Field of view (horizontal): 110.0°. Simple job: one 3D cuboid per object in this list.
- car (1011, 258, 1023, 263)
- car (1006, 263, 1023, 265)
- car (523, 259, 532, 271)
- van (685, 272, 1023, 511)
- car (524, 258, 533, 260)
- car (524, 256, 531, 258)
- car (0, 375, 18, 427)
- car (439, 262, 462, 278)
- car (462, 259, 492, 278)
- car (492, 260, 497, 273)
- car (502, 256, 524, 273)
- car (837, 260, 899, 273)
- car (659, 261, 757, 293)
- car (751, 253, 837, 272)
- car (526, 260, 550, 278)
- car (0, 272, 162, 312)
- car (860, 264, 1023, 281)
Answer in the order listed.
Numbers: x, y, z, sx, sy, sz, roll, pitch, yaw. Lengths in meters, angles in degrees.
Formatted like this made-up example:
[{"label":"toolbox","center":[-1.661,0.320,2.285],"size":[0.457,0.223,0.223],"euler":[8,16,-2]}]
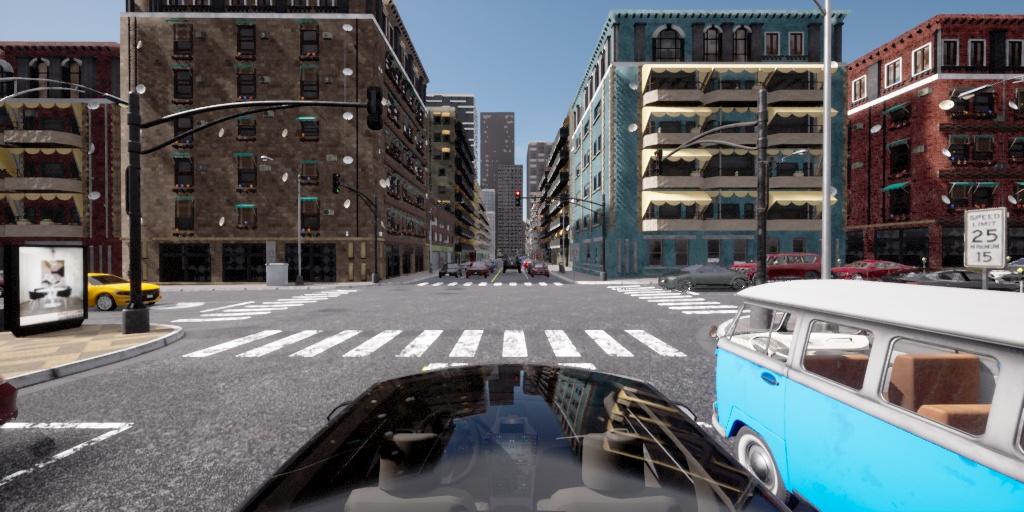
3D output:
[{"label":"car","center":[28.009,0.800,18.870],"size":[4.902,1.511,2.128],"euler":[-1,0,-1]},{"label":"car","center":[21.336,1.033,13.022],"size":[4.207,1.307,1.802],"euler":[0,0,-1]},{"label":"car","center":[2.598,1.321,39.681],"size":[1.948,1.339,4.313],"euler":[0,0,0]},{"label":"van","center":[2.689,1.091,1.764],"size":[1.690,1.789,3.998],"euler":[0,0,0]},{"label":"car","center":[2.571,1.305,50.728],"size":[1.888,1.381,4.507],"euler":[0,0,0]},{"label":"car","center":[2.998,1.226,64.917],"size":[1.801,1.575,5.366],"euler":[0,0,0]},{"label":"car","center":[-5.692,1.332,1.745],"size":[1.802,1.307,4.207],"euler":[0,0,0]},{"label":"car","center":[-5.770,1.319,34.150],"size":[1.948,1.339,4.313],"euler":[0,0,0]},{"label":"car","center":[-3.177,1.230,33.857],"size":[1.882,1.535,5.008],"euler":[0,0,0]},{"label":"car","center":[-3.196,1.109,43.037],"size":[2.097,1.767,4.553],"euler":[0,0,0]},{"label":"car","center":[-0.003,0.978,44.431],"size":[2.150,2.045,5.566],"euler":[0,0,0]},{"label":"car","center":[21.295,0.931,21.403],"size":[4.507,1.381,1.888],"euler":[0,0,-1]},{"label":"car","center":[10.029,1.131,18.947],"size":[4.181,1.385,1.994],"euler":[-1,1,4]},{"label":"car","center":[15.725,0.781,21.349],"size":[5.009,1.841,2.192],"euler":[0,0,-1]},{"label":"car","center":[2.611,1.335,34.158],"size":[1.802,1.307,4.207],"euler":[0,0,0]},{"label":"car","center":[-17.910,1.478,15.230],"size":[5.008,1.535,1.882],"euler":[-1,0,-1]},{"label":"car","center":[15.766,1.097,12.969],"size":[4.313,1.339,1.948],"euler":[0,0,-1]}]
